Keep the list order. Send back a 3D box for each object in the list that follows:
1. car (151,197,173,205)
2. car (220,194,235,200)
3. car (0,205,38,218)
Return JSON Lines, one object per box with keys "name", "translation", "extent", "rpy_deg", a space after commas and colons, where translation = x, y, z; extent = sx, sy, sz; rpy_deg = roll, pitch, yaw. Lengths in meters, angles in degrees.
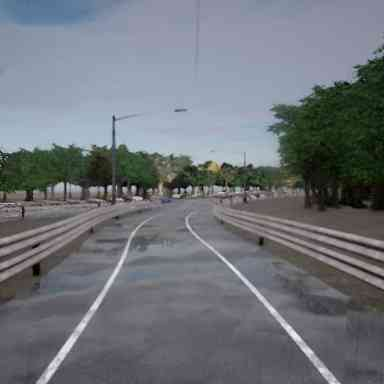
{"name": "car", "translation": [-5.617, 1.661, 63.127], "extent": [1.882, 1.535, 5.008], "rpy_deg": [0, 1, 34]}
{"name": "car", "translation": [9.118, 1.278, 84.716], "extent": [1.895, 1.301, 4.718], "rpy_deg": [0, 1, 34]}
{"name": "car", "translation": [-21.397, 2.232, 40.006], "extent": [2.033, 1.411, 5.357], "rpy_deg": [0, 1, 34]}
